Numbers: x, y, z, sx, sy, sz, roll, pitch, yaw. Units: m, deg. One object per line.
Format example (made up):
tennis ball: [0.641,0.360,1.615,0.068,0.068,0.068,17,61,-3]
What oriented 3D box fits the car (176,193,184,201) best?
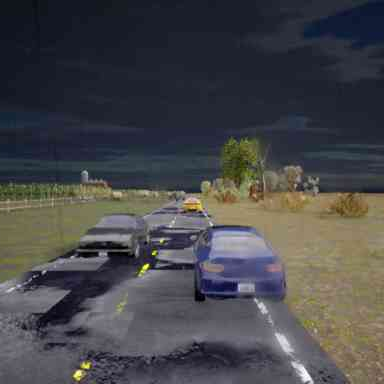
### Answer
car: [-2.845,1.216,82.104,2.150,2.045,5.566,0,0,0]

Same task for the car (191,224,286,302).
car: [0.954,1.523,8.158,1.812,1.442,4.674,0,0,0]

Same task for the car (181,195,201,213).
car: [0.036,1.465,37.049,1.882,1.535,5.008,0,0,0]

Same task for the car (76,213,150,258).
car: [-2.765,1.543,12.975,2.033,1.411,5.357,0,0,0]
